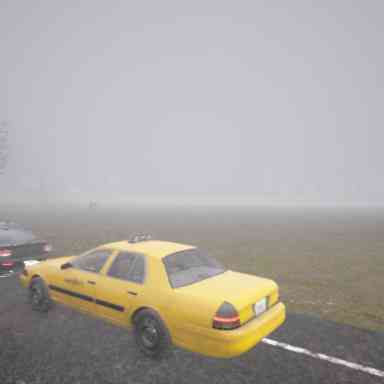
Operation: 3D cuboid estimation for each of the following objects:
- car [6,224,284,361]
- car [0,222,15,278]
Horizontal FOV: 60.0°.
[{"bbox_3d":[-1.128,1.519,6.032,5.366,1.575,1.801,0,-1,37],"label":"car"},{"bbox_3d":[-5.779,1.595,9.515,4.674,1.442,1.812,0,-1,37],"label":"car"}]
